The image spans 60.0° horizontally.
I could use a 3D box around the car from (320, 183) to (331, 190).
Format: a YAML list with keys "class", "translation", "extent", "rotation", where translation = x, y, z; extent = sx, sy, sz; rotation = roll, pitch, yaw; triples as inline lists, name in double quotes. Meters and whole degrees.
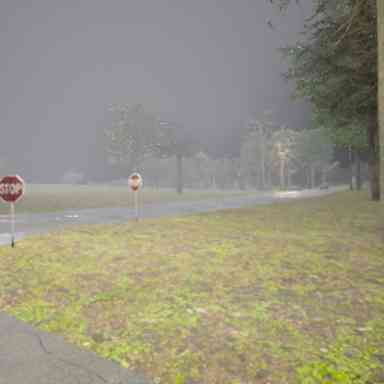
- class: "car"
  translation: [32.232, -1.299, 80.071]
  extent: [2.128, 1.511, 4.902]
  rotation: [-2, 1, 33]

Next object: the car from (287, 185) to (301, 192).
- class: "car"
  translation: [22.180, -0.746, 71.992]
  extent: [1.994, 1.385, 4.181]
  rotation: [-2, 1, 34]
